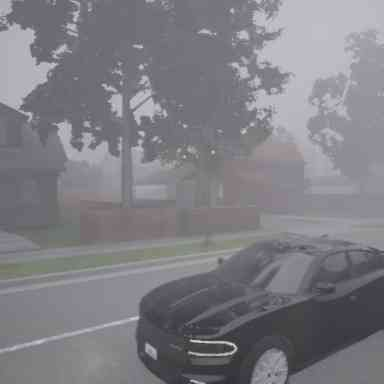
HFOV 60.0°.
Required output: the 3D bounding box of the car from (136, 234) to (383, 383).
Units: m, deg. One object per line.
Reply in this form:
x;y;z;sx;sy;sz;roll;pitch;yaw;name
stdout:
1.580;1.475;5.118;5.008;1.535;1.882;0;0;-35;car
